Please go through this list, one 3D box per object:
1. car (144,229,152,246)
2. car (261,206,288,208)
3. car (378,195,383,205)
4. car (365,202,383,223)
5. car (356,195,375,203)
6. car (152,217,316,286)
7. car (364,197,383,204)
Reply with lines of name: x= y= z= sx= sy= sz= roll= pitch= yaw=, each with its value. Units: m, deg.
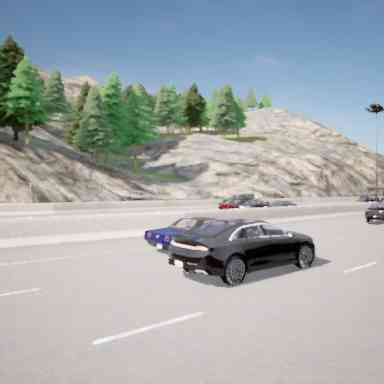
car: x=0.598 y=1.628 z=13.119 sx=4.718 sy=1.301 sz=1.895 roll=0 pitch=0 yaw=-38
car: x=9.091 y=1.591 z=34.205 sx=4.674 sy=1.442 sz=1.812 roll=0 pitch=0 yaw=-41
car: x=37.049 y=1.464 z=62.694 sx=4.553 sy=1.767 sz=2.097 roll=0 pitch=0 yaw=-41
car: x=14.740 y=1.535 z=24.969 sx=4.902 sy=1.511 sz=2.128 roll=0 pitch=0 yaw=-41
car: x=37.919 y=1.480 z=72.666 sx=4.553 sy=1.767 sz=2.097 roll=0 pitch=0 yaw=-41
car: x=1.598 y=1.511 z=9.496 sx=4.902 sy=1.511 sz=2.128 roll=0 pitch=0 yaw=-38
car: x=36.462 y=1.711 z=66.802 sx=4.718 sy=1.301 sz=1.895 roll=0 pitch=0 yaw=-41
